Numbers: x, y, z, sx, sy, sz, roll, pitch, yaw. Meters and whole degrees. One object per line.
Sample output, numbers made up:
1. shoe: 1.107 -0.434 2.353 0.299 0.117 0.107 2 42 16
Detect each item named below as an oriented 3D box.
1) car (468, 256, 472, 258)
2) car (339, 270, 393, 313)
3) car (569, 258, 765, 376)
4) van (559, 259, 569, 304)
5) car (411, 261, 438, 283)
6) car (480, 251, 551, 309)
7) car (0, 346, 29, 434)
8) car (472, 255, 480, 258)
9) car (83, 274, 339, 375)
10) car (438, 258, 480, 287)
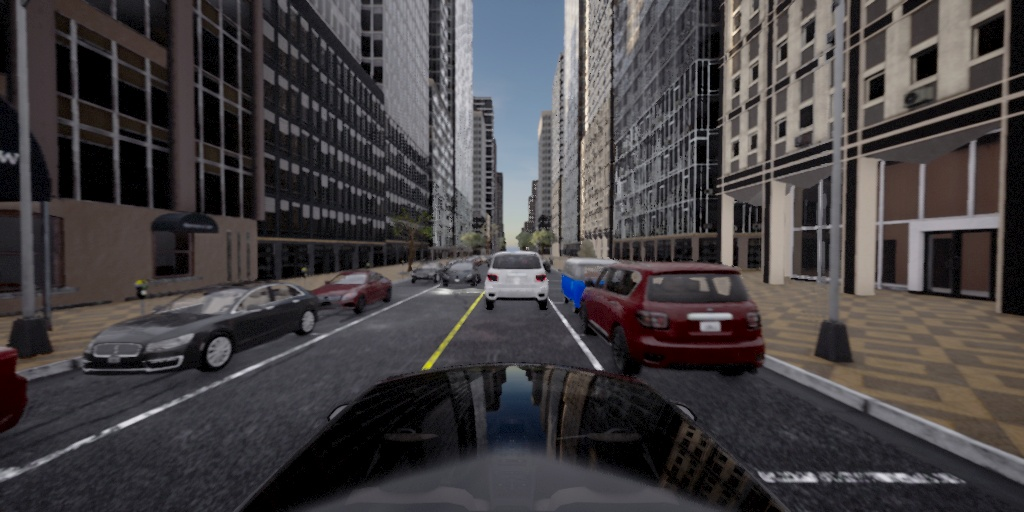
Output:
1. car: -5.488 0.908 35.728 2.007 1.370 4.403 0 0 0
2. car: -5.633 1.191 12.995 1.802 1.307 4.207 0 0 0
3. car: 2.711 1.012 7.259 2.192 1.841 5.009 0 0 0
4. van: 2.748 0.975 12.942 1.690 1.789 3.998 0 0 0
5. car: -5.561 1.034 24.362 2.007 1.370 4.403 0 0 0
6. car: 0.169 0.835 14.169 2.150 2.045 5.566 0 1 0
7. car: -5.705 1.279 1.629 1.888 1.381 4.507 0 0 0
8. car: -5.416 0.814 47.094 1.802 1.307 4.207 0 0 0
9. car: -5.670 1.222 7.312 2.007 1.370 4.403 0 0 0
10. car: -2.969 1.044 21.868 1.812 1.442 4.674 0 1 1
